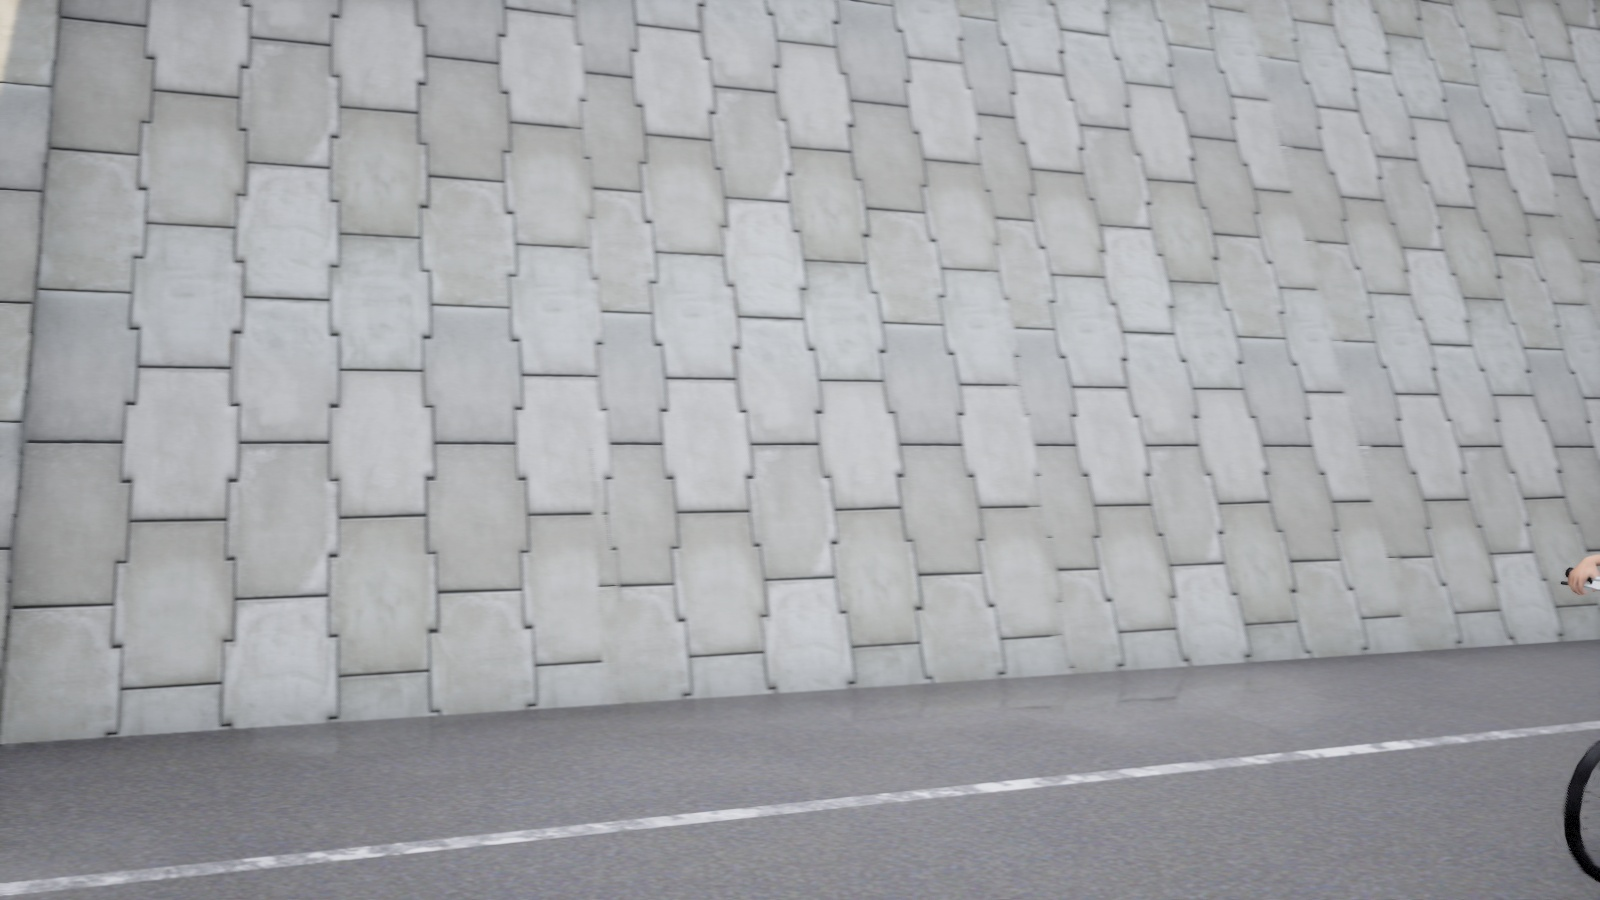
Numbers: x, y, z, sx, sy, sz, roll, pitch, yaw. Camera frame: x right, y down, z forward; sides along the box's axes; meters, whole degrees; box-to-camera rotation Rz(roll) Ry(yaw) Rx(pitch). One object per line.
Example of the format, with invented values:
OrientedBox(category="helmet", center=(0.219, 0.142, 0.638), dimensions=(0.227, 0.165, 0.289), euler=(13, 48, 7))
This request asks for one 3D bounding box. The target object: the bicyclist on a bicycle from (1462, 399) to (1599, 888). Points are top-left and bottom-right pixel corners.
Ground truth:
OrientedBox(category="bicyclist on a bicycle", center=(3.300, 0.626, 4.486), dimensions=(1.509, 1.612, 0.866), euler=(-1, 1, -20))
